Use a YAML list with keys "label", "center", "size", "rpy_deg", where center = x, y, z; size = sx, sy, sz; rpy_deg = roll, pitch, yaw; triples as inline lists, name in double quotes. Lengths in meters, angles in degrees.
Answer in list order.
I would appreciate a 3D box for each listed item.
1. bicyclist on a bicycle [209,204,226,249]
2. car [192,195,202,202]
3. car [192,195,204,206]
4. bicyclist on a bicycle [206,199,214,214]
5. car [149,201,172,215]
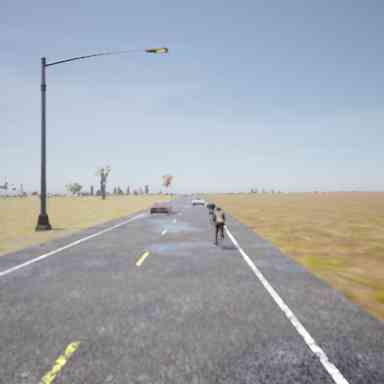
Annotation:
- label: "bicyclist on a bicycle"
  center: [1.113, 1.437, 13.505]
  size: [0.582, 1.620, 1.656]
  rpy_deg: [0, 0, 1]
- label: "car"
  center: [1.069, 1.472, 73.736]
  size: [2.128, 1.511, 4.902]
  rpy_deg: [0, 0, 0]
- label: "car"
  center: [0.993, 1.545, 54.143]
  size: [1.895, 1.301, 4.718]
  rpy_deg: [0, 0, 1]
- label: "bicyclist on a bicycle"
  center: [1.319, 1.343, 23.390]
  size: [0.659, 1.776, 1.843]
  rpy_deg: [0, 0, 1]
- label: "car"
  center: [-3.040, 1.561, 33.024]
  size: [1.895, 1.301, 4.718]
  rpy_deg: [0, 0, 1]
